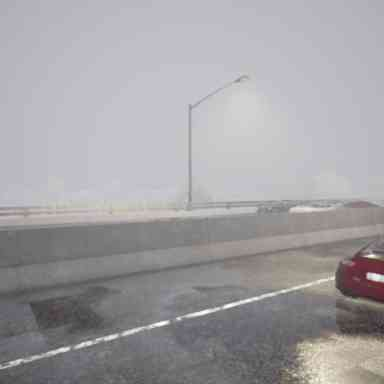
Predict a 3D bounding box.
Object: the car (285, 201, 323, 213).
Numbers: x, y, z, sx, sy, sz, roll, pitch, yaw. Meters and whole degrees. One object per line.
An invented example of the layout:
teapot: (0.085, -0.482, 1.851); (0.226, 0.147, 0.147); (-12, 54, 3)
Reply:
car: (10.531, 1.541, 28.456); (4.718, 1.301, 1.895); (0, 0, -35)

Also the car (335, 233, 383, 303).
car: (5.040, 1.541, 7.302); (4.181, 1.385, 1.994); (0, 0, -35)

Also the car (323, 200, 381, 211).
car: (12.601, 1.419, 25.628); (5.008, 1.535, 1.882); (0, 0, -35)

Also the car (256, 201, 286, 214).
car: (8.233, 1.540, 31.121); (4.718, 1.301, 1.895); (0, 0, -35)
